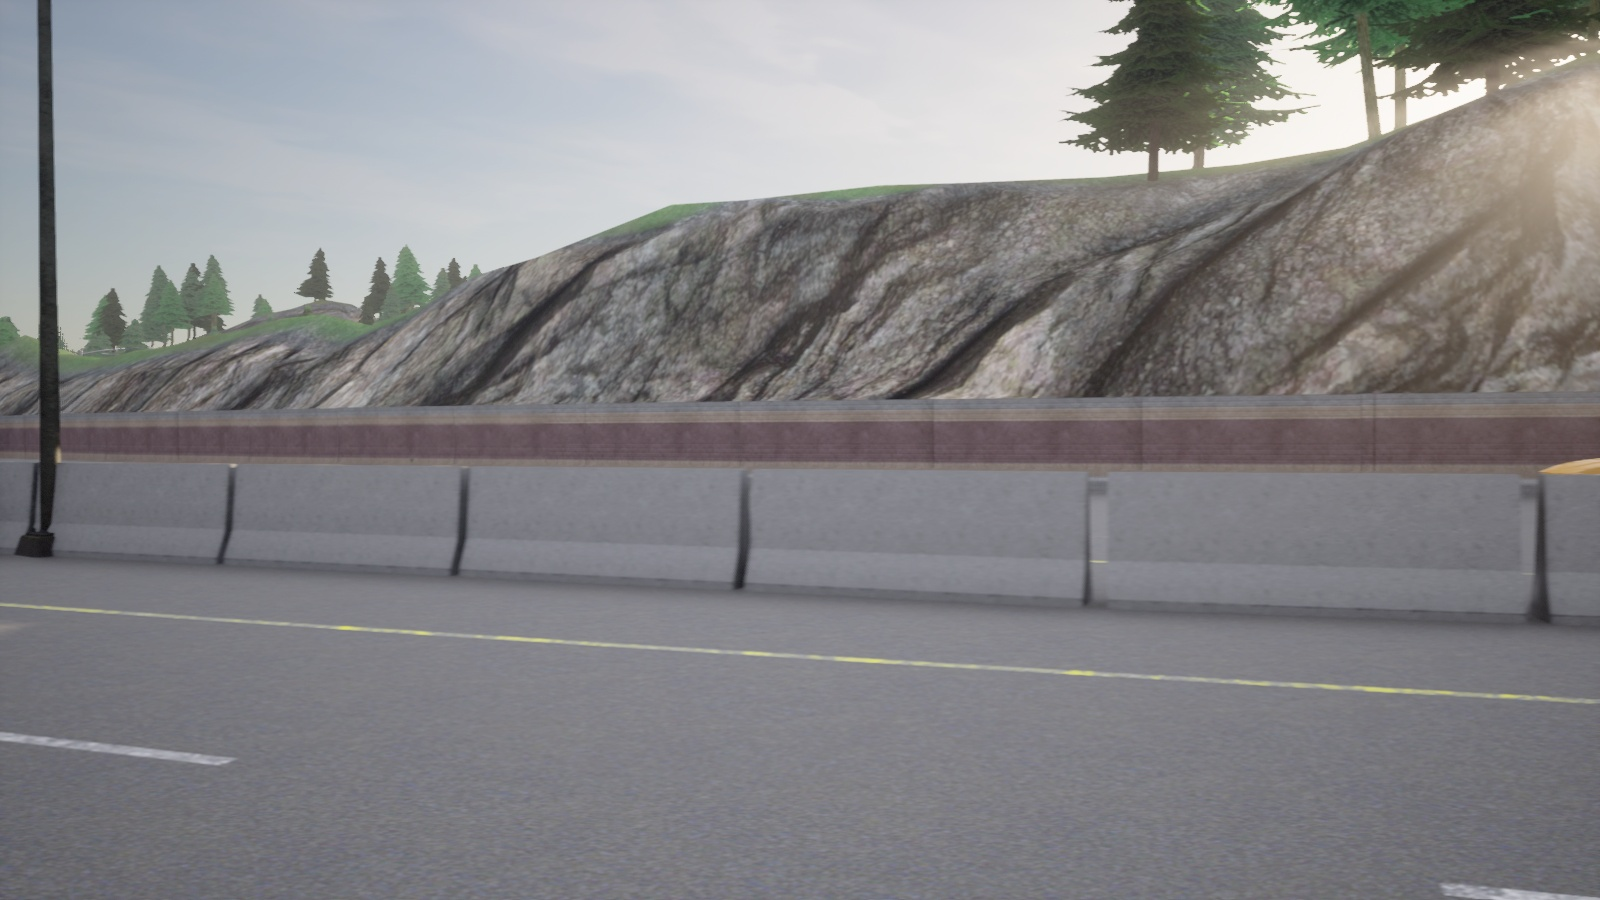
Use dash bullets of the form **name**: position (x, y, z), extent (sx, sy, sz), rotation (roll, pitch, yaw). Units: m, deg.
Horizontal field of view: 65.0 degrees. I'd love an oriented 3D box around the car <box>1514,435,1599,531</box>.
- **car**: position (14.784, 0.534, 20.589), extent (5.008, 1.535, 1.882), rotation (0, 1, 15)
